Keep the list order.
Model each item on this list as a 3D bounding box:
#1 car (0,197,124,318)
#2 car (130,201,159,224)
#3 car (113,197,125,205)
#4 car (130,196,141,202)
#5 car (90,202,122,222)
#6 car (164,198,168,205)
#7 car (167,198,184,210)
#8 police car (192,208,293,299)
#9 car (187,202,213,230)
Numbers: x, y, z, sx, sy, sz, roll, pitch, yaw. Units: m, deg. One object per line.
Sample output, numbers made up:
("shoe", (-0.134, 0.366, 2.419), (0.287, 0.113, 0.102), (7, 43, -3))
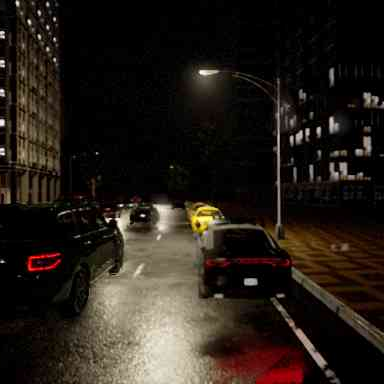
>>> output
("car", (-3.093, 1.255, 7.610), (2.150, 2.045, 5.566), (0, 0, 0))
("car", (-3.606, 1.667, 25.602), (1.994, 1.385, 4.181), (0, 0, -3))
("car", (-15.106, 1.854, 69.193), (2.033, 1.411, 5.357), (0, 0, -9))
("car", (-11.760, 1.661, 68.826), (2.097, 1.767, 4.553), (0, 0, -9))
("car", (-7.201, 1.645, 28.329), (1.812, 1.442, 4.674), (0, 0, -4))
("car", (-4.334, 1.796, 64.122), (1.812, 1.442, 4.674), (0, 0, -9))
("car", (-1.961, 1.731, 45.971), (2.033, 1.411, 5.357), (0, 0, -6))
("police car", (1.063, 1.456, 8.694), (1.930, 1.638, 5.238), (0, 0, 0))
("car", (0.857, 1.526, 18.931), (1.801, 1.575, 5.366), (0, 0, -2))
